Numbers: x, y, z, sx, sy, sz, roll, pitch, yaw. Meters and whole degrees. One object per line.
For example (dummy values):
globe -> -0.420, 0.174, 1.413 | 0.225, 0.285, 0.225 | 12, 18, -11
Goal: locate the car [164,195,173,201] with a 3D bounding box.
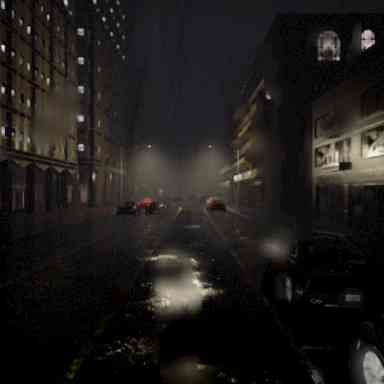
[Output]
car -> -5.667, 1.412, 81.186 | 2.008, 1.369, 4.403 | 0, 0, 0

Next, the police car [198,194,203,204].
police car -> 2.383, 1.315, 59.411 | 1.930, 1.638, 5.238 | 0, 0, 0

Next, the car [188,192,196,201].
car -> 0.022, 1.263, 76.456 | 1.837, 1.490, 4.892 | 0, 0, 0

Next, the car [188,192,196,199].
car -> 0.026, 1.012, 95.663 | 2.150, 2.045, 5.566 | 0, 0, 0

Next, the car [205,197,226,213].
car -> 2.702, 1.510, 35.996 | 1.802, 1.307, 4.206 | 0, 0, 0

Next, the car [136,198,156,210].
car -> -5.677, 1.463, 41.647 | 1.887, 1.381, 4.507 | 0, 0, 0

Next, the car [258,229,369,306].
car -> 2.695, 1.534, 7.753 | 2.008, 1.369, 4.403 | 0, 0, 0

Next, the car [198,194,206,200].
car -> 2.716, 1.290, 92.481 | 1.967, 1.590, 4.097 | 0, 0, 0

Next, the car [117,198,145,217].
car -> -5.680, 1.489, 30.350 | 2.008, 1.369, 4.403 | 0, 0, 0

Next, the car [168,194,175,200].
car -> -5.665, 1.375, 92.313 | 1.752, 1.417, 4.829 | 0, 0, 0

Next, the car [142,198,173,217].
car -> -3.089, 1.501, 30.534 | 1.994, 1.385, 4.181 | 0, 0, 0

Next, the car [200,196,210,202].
car -> 2.711, 1.441, 69.888 | 1.947, 1.339, 4.313 | 0, 0, 0

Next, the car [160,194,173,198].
car -> -5.671, 1.441, 69.889 | 1.947, 1.339, 4.313 | 0, 0, 0

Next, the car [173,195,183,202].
car -> -2.981, 1.432, 71.161 | 1.895, 1.301, 4.718 | 0, 0, 0

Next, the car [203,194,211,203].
car -> 2.703, 1.358, 41.645 | 1.967, 1.590, 4.097 | 0, 0, 0

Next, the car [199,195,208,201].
car -> 2.713, 1.412, 81.185 | 2.008, 1.369, 4.403 | 0, 0, 0

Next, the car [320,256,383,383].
car -> 2.693, 1.546, 2.105 | 2.008, 1.369, 4.403 | 0, 0, 0

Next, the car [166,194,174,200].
car -> -5.666, 1.295, 86.836 | 1.967, 1.590, 4.097 | 0, 0, 0
